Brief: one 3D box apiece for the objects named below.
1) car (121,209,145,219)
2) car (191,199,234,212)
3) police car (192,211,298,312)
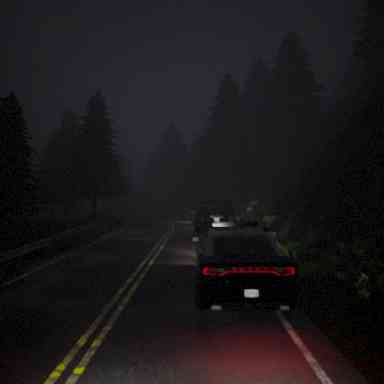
[{"bbox_3d":[-8.098,3.056,44.742,1.994,1.385,4.181,5,-8,-40],"label":"car"},{"bbox_3d":[1.177,1.401,18.096,2.150,2.045,5.566,0,-1,1],"label":"car"},{"bbox_3d":[1.030,1.504,8.133,1.930,1.638,5.238,0,-1,1],"label":"police car"}]
